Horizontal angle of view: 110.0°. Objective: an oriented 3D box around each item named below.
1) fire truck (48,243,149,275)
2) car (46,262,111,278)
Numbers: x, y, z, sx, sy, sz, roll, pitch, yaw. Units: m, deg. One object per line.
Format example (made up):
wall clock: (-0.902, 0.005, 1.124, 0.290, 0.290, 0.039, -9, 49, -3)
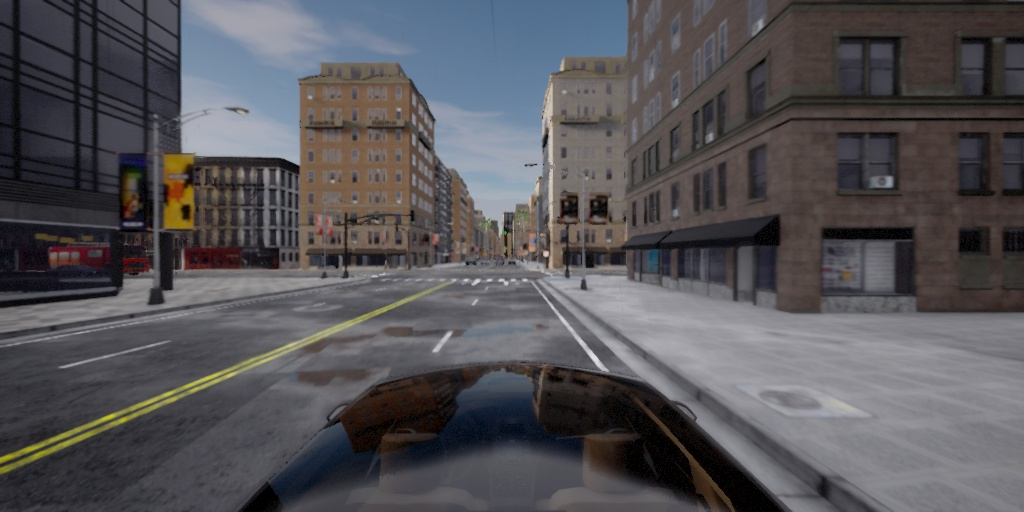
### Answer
fire truck: (-47.430, 0.402, 41.321, 8.468, 3.827, 2.891, 0, 0, -1)
car: (-46.024, 1.623, 38.041, 5.357, 1.411, 2.033, 0, 0, -1)
